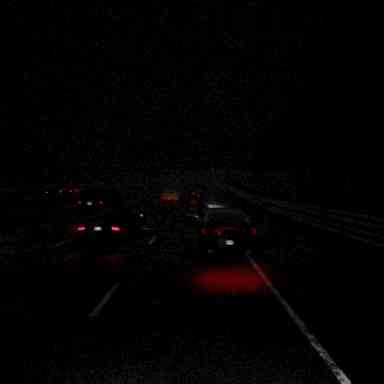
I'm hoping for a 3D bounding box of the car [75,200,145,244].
[{"bbox_3d":[-3.298,1.311,14.305,2.033,1.411,5.357,0,1,1],"label":"car"}]

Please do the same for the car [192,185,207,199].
[{"bbox_3d":[1.017,0.216,47.509,1.812,1.442,4.674,0,3,3],"label":"car"}]

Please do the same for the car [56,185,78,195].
[{"bbox_3d":[-19.744,-0.292,54.181,2.097,1.767,4.553,0,3,3],"label":"car"}]

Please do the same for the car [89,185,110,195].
[{"bbox_3d":[-16.054,-0.355,57.925,1.882,1.535,5.008,0,3,3],"label":"car"}]

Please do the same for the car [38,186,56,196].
[{"bbox_3d":[-23.240,-0.144,54.259,1.837,1.490,4.892,0,3,3],"label":"car"}]

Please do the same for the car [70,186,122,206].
[{"bbox_3d":[-6.617,0.772,24.353,2.150,2.045,5.566,0,2,1],"label":"car"}]

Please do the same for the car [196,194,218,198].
[{"bbox_3d":[1.282,1.135,22.029,1.812,1.442,4.674,0,1,1],"label":"car"}]

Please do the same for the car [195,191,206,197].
[{"bbox_3d":[1.416,0.957,27.954,1.837,1.490,4.892,0,2,1],"label":"car"}]

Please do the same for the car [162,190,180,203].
[{"bbox_3d":[-2.612,0.444,41.421,1.882,1.535,5.008,0,3,2],"label":"car"}]

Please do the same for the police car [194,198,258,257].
[{"bbox_3d":[1.127,1.226,12.255,1.930,1.638,5.238,0,1,1],"label":"police car"}]
